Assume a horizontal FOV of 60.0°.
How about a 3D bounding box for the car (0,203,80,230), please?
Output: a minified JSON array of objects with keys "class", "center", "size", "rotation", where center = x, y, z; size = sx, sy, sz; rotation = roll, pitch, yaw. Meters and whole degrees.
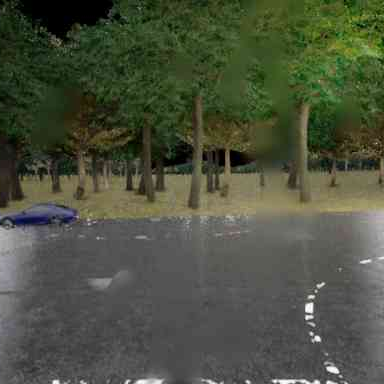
[{"class":"car","center":[-9.358,1.440,20.548],"size":[4.674,1.442,1.812],"rotation":[-2,3,-1]}]
